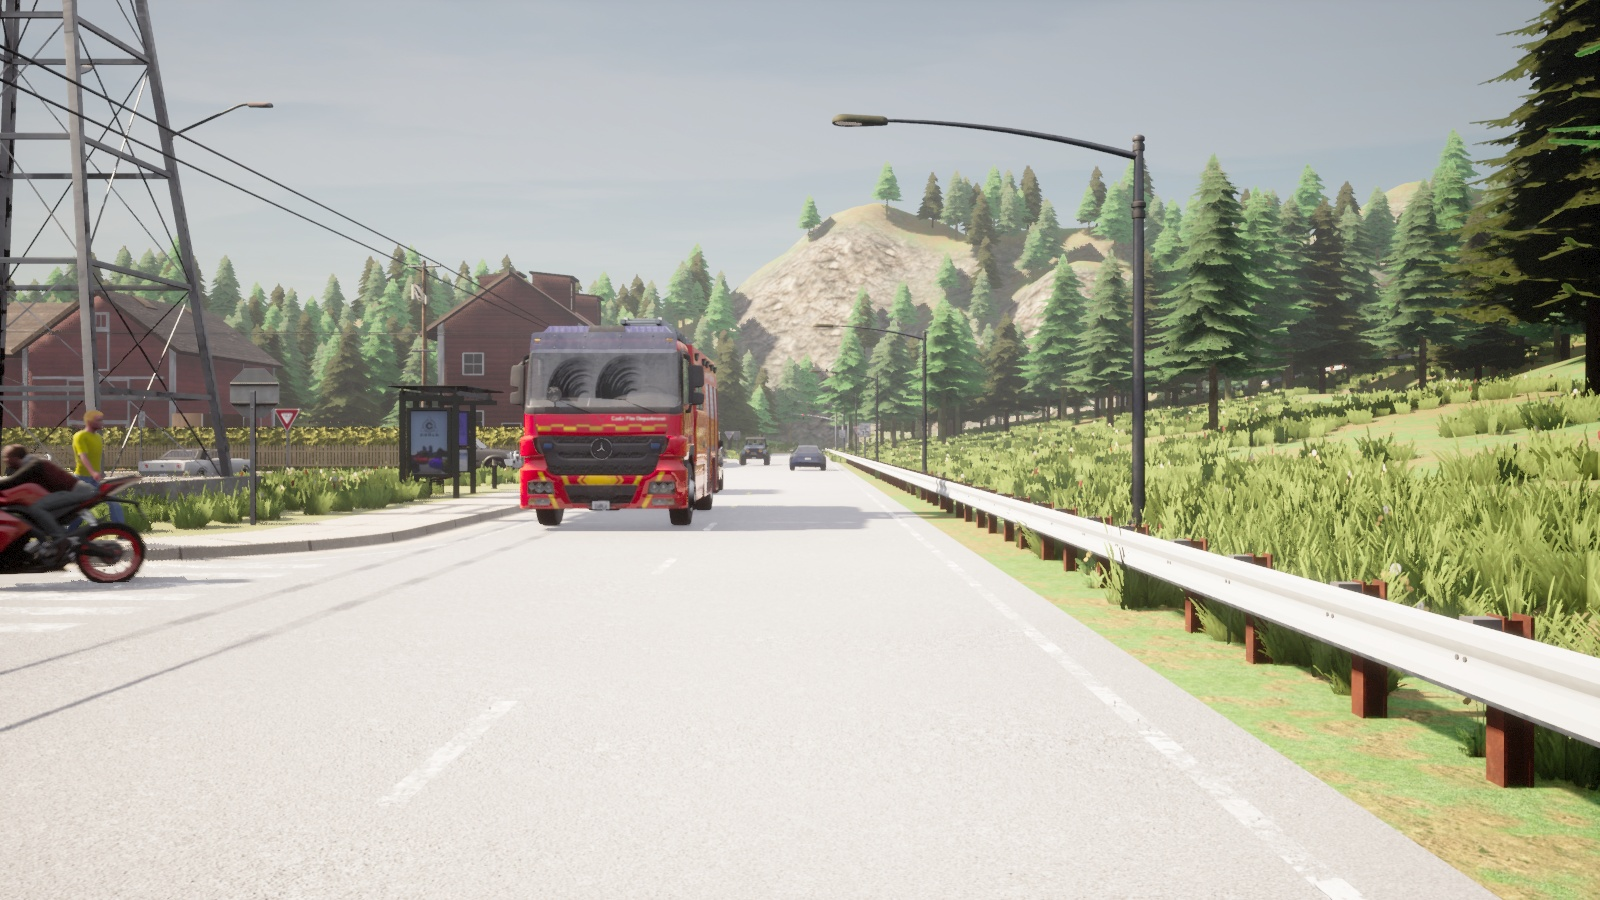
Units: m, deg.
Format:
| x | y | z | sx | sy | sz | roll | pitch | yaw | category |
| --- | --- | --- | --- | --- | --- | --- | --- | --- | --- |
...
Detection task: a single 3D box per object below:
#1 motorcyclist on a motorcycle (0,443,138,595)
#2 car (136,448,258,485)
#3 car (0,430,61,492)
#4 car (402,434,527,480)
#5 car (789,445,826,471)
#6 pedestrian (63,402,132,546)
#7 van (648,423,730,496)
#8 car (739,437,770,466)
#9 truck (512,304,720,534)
| x | y | z | sx | sy | sz | roll | pitch | yaw | category |
| --- | --- | --- | --- | --- | --- | --- | --- | --- | --- |
| -8.145 | 0.702 | 13.069 | 2.191 | 1.530 | 0.866 | 0 | -1 | -25 | motorcyclist on a motorcycle |
| -22.234 | 0.569 | 46.515 | 1.895 | 1.301 | 4.718 | 0 | 0 | 6 | car |
| -25.101 | 0.331 | 37.875 | 4.605 | 1.855 | 1.932 | 0 | 0 | -39 | car |
| -13.768 | 0.263 | 51.717 | 4.605 | 1.855 | 1.932 | 0 | 0 | 0 | car |
| 0.429 | 0.424 | 69.314 | 1.994 | 1.385 | 4.181 | 0 | 0 | 0 | car |
| -9.034 | 0.304 | 16.152 | 0.706 | 1.836 | 0.354 | 0 | 0 | 8 | pedestrian |
| -3.265 | 0.256 | 37.762 | 2.069 | 2.038 | 4.480 | 0 | 0 | 0 | van |
| -2.990 | 0.074 | 83.489 | 1.905 | 1.878 | 3.866 | 0 | 0 | 0 | car |
| -3.335 | -0.564 | 25.161 | 2.891 | 3.827 | 8.468 | 0 | 1 | 0 | truck |
